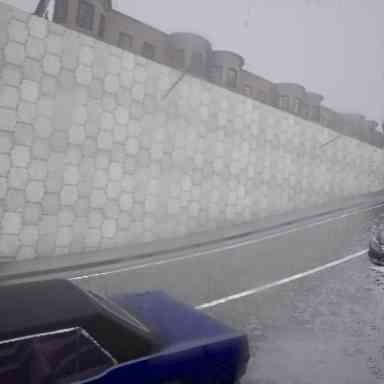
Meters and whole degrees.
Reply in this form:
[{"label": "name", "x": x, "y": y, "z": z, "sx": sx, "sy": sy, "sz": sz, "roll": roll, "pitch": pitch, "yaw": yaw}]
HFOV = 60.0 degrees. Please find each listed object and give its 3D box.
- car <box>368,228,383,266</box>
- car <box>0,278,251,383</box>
[{"label": "car", "x": 6.294, "y": 0.916, "z": 8.320, "sx": 4.674, "sy": 1.442, "sz": 1.812, "roll": -8, "pitch": 5, "yaw": -34}, {"label": "car", "x": -1.843, "y": 1.568, "z": 2.705, "sx": 4.718, "sy": 1.301, "sz": 1.895, "roll": 0, "pitch": 0, "yaw": -34}]
